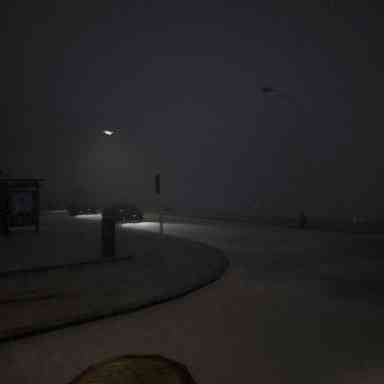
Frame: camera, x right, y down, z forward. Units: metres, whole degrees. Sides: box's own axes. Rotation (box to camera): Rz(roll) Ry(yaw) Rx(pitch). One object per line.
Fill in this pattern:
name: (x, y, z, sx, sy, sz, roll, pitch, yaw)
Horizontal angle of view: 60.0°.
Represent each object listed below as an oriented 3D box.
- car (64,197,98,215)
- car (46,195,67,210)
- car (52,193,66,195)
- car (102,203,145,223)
car: (-11.046, 1.516, 33.483, 1.994, 1.385, 4.181, 0, 0, -36)
car: (-16.965, 1.478, 41.847, 1.812, 1.442, 4.674, 0, 0, -36)
car: (-23.340, 1.154, 57.984, 2.150, 2.045, 5.566, 0, 0, -35)
car: (-5.287, 1.516, 25.402, 1.994, 1.385, 4.181, 0, 0, -35)
